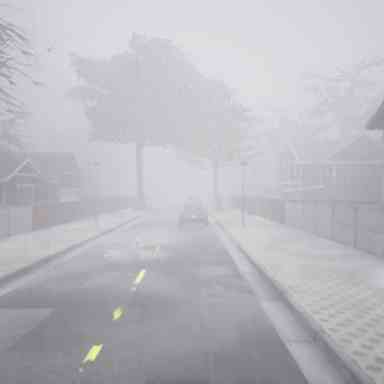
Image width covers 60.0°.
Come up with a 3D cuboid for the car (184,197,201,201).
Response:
[{"bbox_3d":[0.105,1.358,42.037,2.097,1.767,4.553,0,0,0],"label":"car"}]

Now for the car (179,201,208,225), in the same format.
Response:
[{"bbox_3d":[0.101,1.569,23.901,1.994,1.385,4.181,0,0,0],"label":"car"}]
